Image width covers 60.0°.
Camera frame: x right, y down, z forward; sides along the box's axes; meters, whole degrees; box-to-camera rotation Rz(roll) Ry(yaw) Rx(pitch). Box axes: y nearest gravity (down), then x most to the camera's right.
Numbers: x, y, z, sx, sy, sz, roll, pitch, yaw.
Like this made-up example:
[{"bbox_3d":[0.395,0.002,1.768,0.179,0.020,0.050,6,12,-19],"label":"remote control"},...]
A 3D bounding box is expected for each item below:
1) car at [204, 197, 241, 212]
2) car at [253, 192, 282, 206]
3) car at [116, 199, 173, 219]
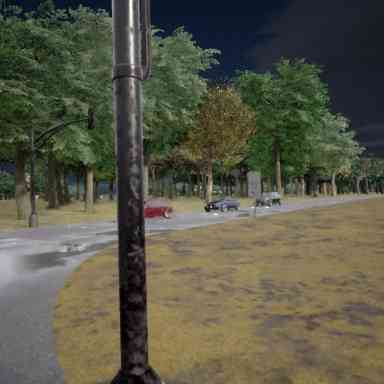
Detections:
[{"bbox_3d":[2.957,1.155,32.055,1.994,1.385,4.181,-3,-1,37],"label":"car"},{"bbox_3d":[9.169,0.788,40.220,2.097,1.767,4.553,-3,-1,37],"label":"car"},{"bbox_3d":[-3.277,1.281,23.864,1.812,1.442,4.674,-3,-1,37],"label":"car"}]
